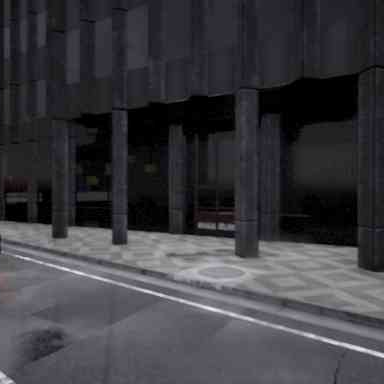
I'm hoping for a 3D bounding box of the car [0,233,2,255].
[{"bbox_3d":[-8.079,1.505,11.116,4.892,1.490,1.837,0,0,39],"label":"car"}]
